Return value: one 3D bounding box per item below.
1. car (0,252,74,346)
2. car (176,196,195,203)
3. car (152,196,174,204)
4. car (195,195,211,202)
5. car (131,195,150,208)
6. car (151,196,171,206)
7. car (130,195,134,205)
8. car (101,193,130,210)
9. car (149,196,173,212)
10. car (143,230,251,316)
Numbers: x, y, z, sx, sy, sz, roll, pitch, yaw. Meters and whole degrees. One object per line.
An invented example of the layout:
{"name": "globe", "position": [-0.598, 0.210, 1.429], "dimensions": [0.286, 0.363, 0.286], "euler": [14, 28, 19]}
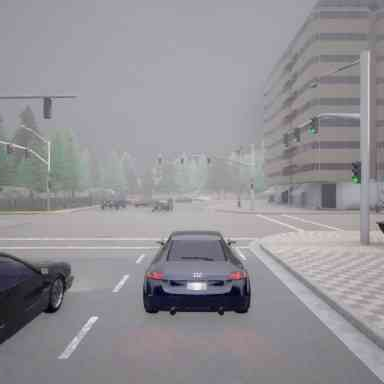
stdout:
{"name": "car", "position": [-3.426, 1.547, 4.599], "dimensions": [2.033, 1.411, 5.357], "euler": [0, 0, 0]}
{"name": "car", "position": [-1.674, 1.564, 67.250], "dimensions": [1.994, 1.385, 4.181], "euler": [0, 0, 28]}
{"name": "car", "position": [-5.852, 1.547, 67.057], "dimensions": [2.033, 1.411, 5.357], "euler": [0, 0, 25]}
{"name": "car", "position": [2.616, 1.522, 78.814], "dimensions": [4.674, 1.442, 1.812], "euler": [0, 0, -45]}
{"name": "car", "position": [-6.828, 1.547, 48.088], "dimensions": [2.033, 1.411, 5.357], "euler": [0, 0, 2]}
{"name": "car", "position": [-5.360, 1.478, 57.957], "dimensions": [1.882, 1.535, 5.008], "euler": [0, 0, 15]}
{"name": "car", "position": [-9.582, 1.352, 53.863], "dimensions": [2.097, 1.767, 4.553], "euler": [0, 0, 8]}
{"name": "car", "position": [-10.404, 1.221, 44.430], "dimensions": [2.150, 2.045, 5.566], "euler": [0, 0, 2]}
{"name": "car", "position": [-3.381, 1.523, 38.894], "dimensions": [1.812, 1.442, 4.674], "euler": [0, 0, 4]}
{"name": "car", "position": [0.094, 1.564, 7.632], "dimensions": [1.994, 1.385, 4.181], "euler": [0, 0, 0]}
